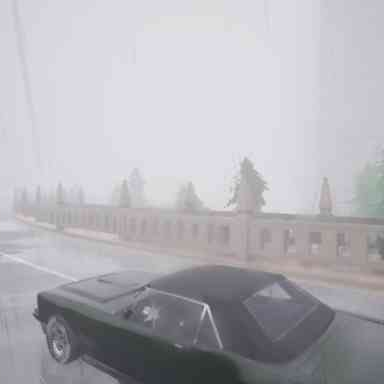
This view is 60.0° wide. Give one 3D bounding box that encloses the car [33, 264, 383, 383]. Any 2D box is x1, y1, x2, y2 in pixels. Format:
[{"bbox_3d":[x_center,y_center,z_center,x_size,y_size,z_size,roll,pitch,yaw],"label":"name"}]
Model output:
[{"bbox_3d":[0.013,1.619,4.129,4.718,1.301,1.895,0,0,37],"label":"car"}]
